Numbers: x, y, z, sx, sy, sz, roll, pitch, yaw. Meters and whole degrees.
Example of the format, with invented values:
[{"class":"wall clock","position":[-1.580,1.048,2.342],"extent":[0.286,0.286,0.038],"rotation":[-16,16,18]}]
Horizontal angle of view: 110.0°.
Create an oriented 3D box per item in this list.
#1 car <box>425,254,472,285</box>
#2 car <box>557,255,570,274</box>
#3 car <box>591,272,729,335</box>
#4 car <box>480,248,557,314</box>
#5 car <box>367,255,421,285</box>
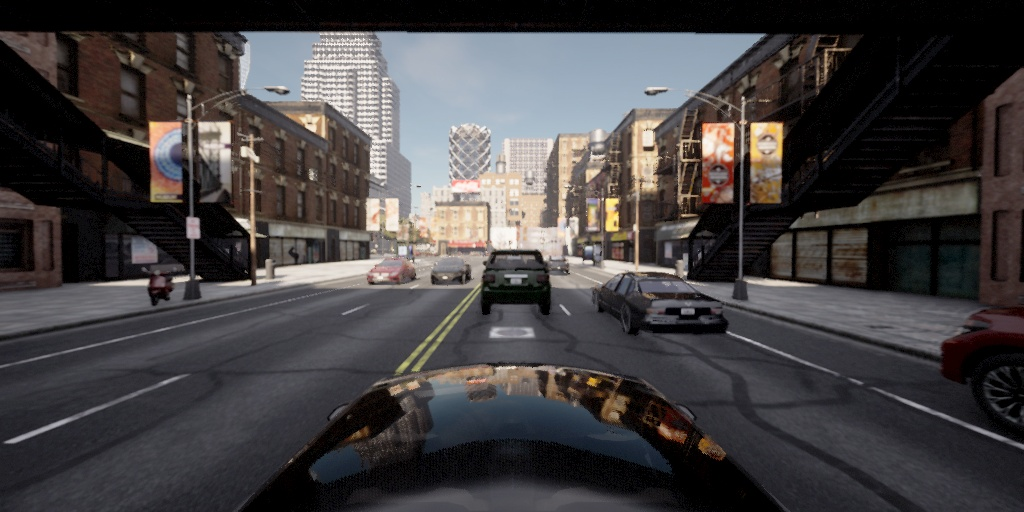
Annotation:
[{"class":"car","position":[-3.563,0.824,21.617],"extent":[1.882,1.535,5.008],"rotation":[0,1,0]},{"class":"car","position":[3.653,0.675,30.227],"extent":[2.128,1.511,4.902],"rotation":[0,1,0]},{"class":"car","position":[3.613,1.138,9.871],"extent":[2.033,1.411,5.357],"rotation":[0,1,0]},{"class":"car","position":[0.120,0.749,12.798],"extent":[2.150,2.045,5.566],"rotation":[0,1,0]},{"class":"car","position":[-7.063,0.869,21.548],"extent":[1.812,1.442,4.674],"rotation":[0,1,0]}]
